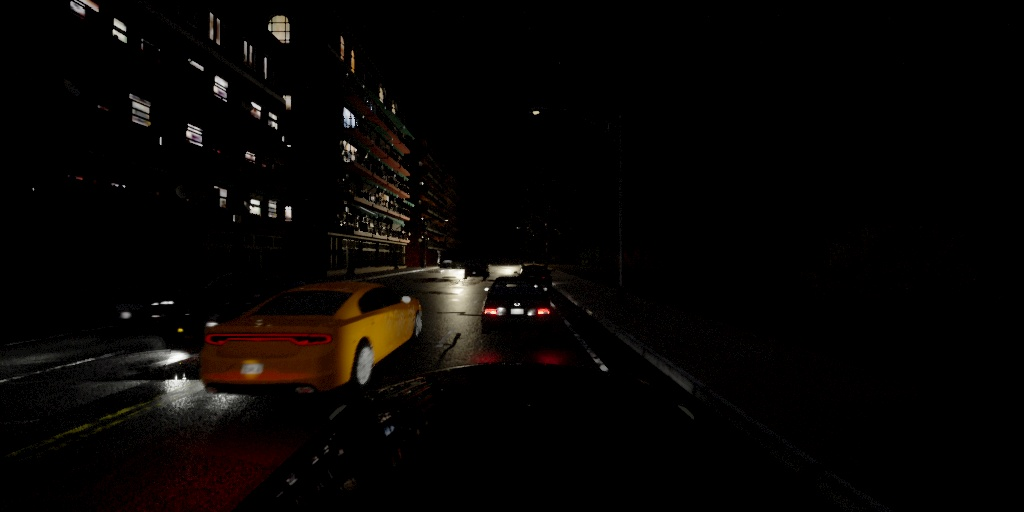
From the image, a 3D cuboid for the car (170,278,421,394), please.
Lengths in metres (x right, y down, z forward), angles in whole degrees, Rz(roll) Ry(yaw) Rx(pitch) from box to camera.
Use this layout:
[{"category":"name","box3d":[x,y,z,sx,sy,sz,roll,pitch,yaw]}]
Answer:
[{"category":"car","box3d":[-3.142,1.228,6.820,1.882,1.535,5.008,0,0,0]}]

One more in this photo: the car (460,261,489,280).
[{"category":"car","box3d":[-3.085,1.230,31.865,1.882,1.535,5.008,0,0,0]}]

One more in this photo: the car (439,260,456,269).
[{"category":"car","box3d":[-9.726,1.314,54.539,1.994,1.385,4.181,0,0,0]}]

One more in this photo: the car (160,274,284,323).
[{"category":"car","box3d":[-6.582,1.315,9.860,1.994,1.385,4.181,0,0,0]}]

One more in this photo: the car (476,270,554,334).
[{"category":"car","box3d":[0.120,1.299,10.595,2.033,1.411,5.357,0,0,0]}]

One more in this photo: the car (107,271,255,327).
[{"category":"car","box3d":[-9.830,1.243,11.582,2.128,1.511,4.902,0,0,0]}]

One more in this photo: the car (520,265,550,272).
[{"category":"car","box3d":[1.177,1.257,20.283,1.837,1.490,4.892,0,0,0]}]
